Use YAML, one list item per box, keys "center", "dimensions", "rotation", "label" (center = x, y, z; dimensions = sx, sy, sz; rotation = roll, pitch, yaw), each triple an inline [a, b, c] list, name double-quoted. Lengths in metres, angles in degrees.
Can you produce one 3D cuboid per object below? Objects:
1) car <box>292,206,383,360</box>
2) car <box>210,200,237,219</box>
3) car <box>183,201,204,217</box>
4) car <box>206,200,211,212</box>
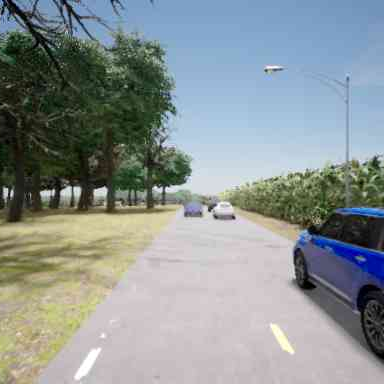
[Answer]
- center: [3.594, 1.261, 6.121]
  dimensions: [2.150, 2.045, 5.566]
  rotation: [0, 0, 0]
  label: "car"
- center: [2.926, 1.667, 30.933]
  dimensions: [1.812, 1.442, 4.674]
  rotation: [0, 0, 1]
  label: "car"
- center: [0.138, 1.668, 32.825]
  dimensions: [1.812, 1.442, 4.674]
  rotation: [0, 0, 0]
  label: "car"
- center: [2.946, 1.764, 42.482]
  dimensions: [1.837, 1.490, 4.892]
  rotation: [0, 0, 1]
  label: "car"
